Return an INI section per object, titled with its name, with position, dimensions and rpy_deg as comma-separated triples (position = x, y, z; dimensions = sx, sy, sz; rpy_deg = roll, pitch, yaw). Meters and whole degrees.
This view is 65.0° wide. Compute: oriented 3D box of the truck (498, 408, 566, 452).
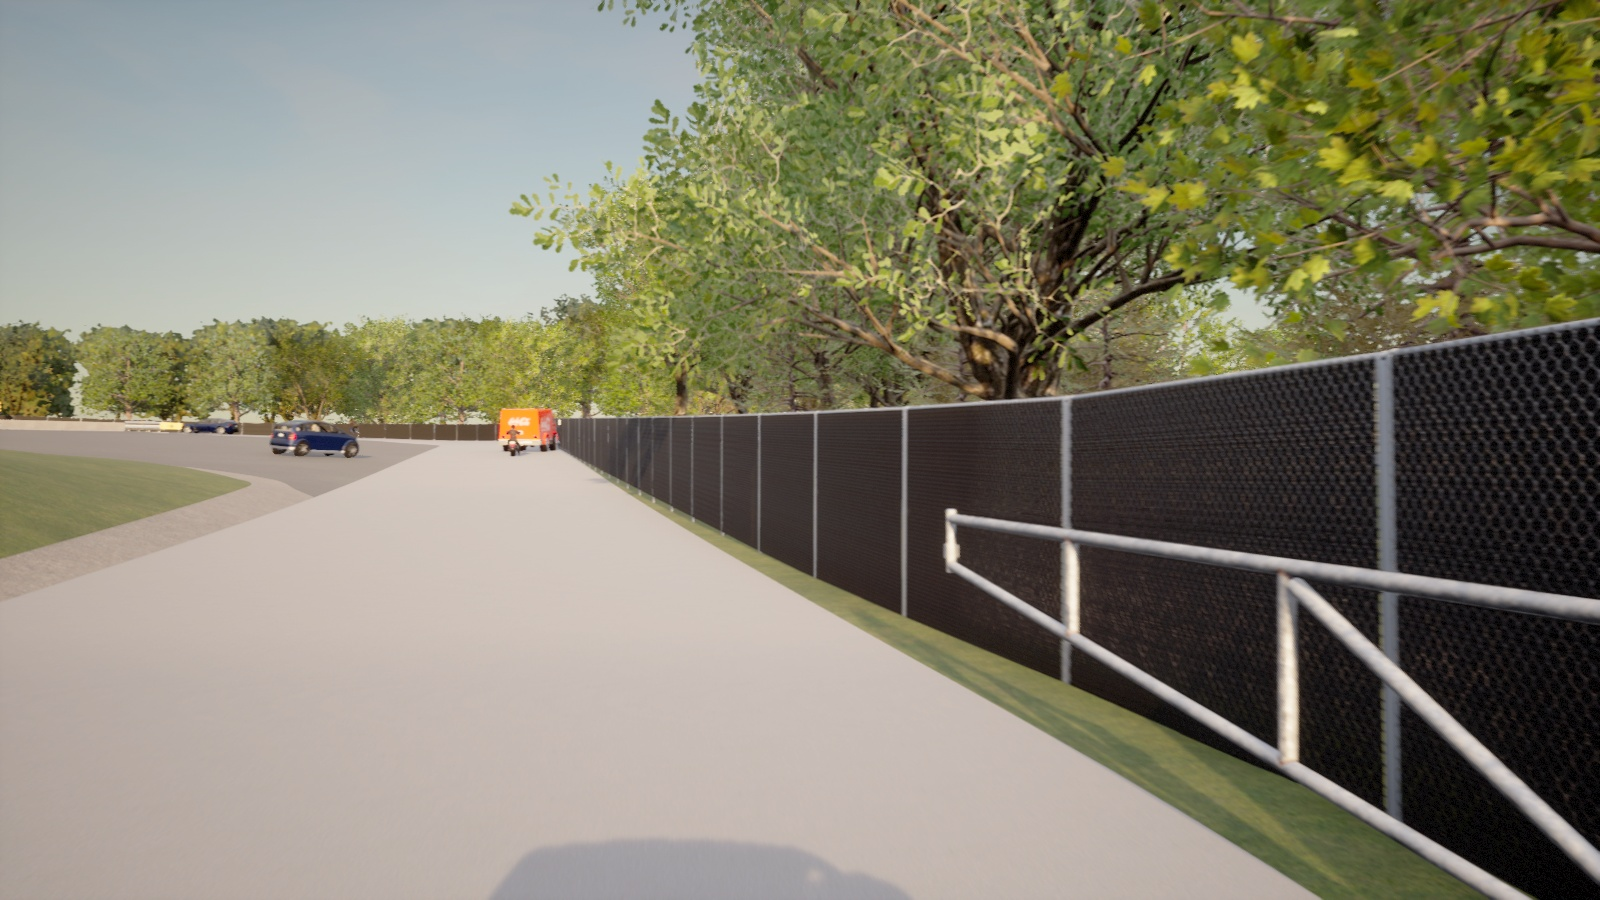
[truck]
position = -15.452, -1.185, 72.706
dimensions = 2.627, 2.467, 5.204
rpy_deg = 1, 2, 3

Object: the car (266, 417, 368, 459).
[car]
position = -20.919, -0.507, 54.504
dimensions = 1.789, 1.549, 3.705
rpy_deg = 5, 1, 32
